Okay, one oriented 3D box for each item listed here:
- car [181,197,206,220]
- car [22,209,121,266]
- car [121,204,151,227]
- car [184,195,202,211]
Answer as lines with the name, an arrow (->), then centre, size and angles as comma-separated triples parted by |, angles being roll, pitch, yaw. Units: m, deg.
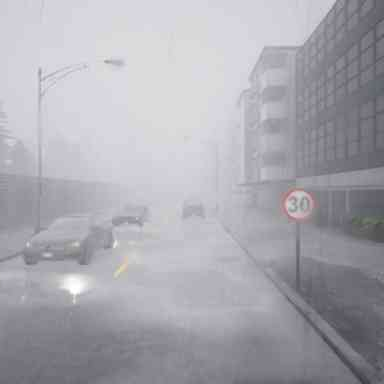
car -> 0.124, 1.488, 28.204 | 1.837, 1.490, 4.892 | 0, 0, 0
car -> -4.043, 1.516, 11.680 | 1.812, 1.442, 4.674 | 0, 0, 1
car -> -4.031, 1.531, 23.098 | 2.033, 1.411, 5.357 | 0, 0, 0
car -> 0.137, 1.324, 40.420 | 2.097, 1.767, 4.553 | 0, 0, 0
